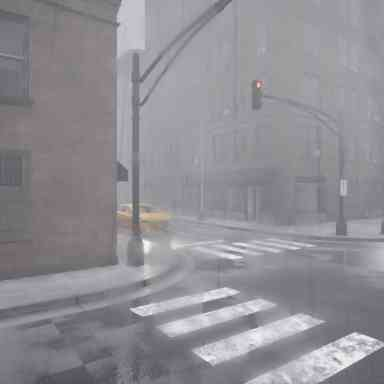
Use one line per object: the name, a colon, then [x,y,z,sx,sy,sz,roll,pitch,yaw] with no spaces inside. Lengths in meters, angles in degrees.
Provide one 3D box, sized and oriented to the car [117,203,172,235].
car: [-2.939,1.382,18.388,1.882,1.535,5.008,0,0,-34]
